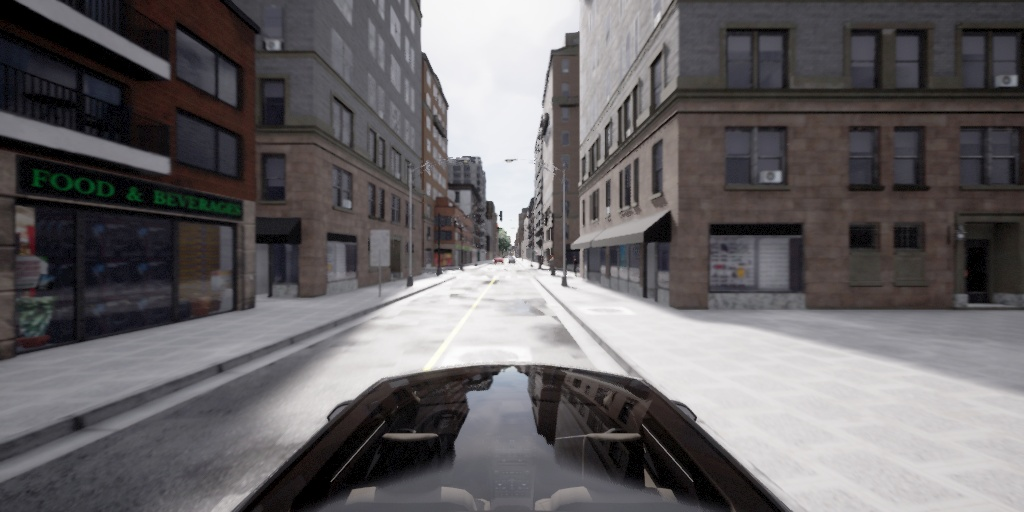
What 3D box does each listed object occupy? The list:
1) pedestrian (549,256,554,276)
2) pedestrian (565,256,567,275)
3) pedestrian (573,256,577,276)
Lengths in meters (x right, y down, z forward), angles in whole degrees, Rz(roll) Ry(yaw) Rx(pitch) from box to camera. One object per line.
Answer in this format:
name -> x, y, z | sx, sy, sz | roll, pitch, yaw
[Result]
pedestrian -> 3.630, 0.874, 32.733 | 0.375, 1.860, 0.375 | 0, 0, 0
pedestrian -> 4.631, 0.877, 31.533 | 0.375, 1.860, 0.375 | 0, 0, 0
pedestrian -> 5.630, 0.881, 32.133 | 0.375, 1.860, 0.375 | 0, 0, 0
